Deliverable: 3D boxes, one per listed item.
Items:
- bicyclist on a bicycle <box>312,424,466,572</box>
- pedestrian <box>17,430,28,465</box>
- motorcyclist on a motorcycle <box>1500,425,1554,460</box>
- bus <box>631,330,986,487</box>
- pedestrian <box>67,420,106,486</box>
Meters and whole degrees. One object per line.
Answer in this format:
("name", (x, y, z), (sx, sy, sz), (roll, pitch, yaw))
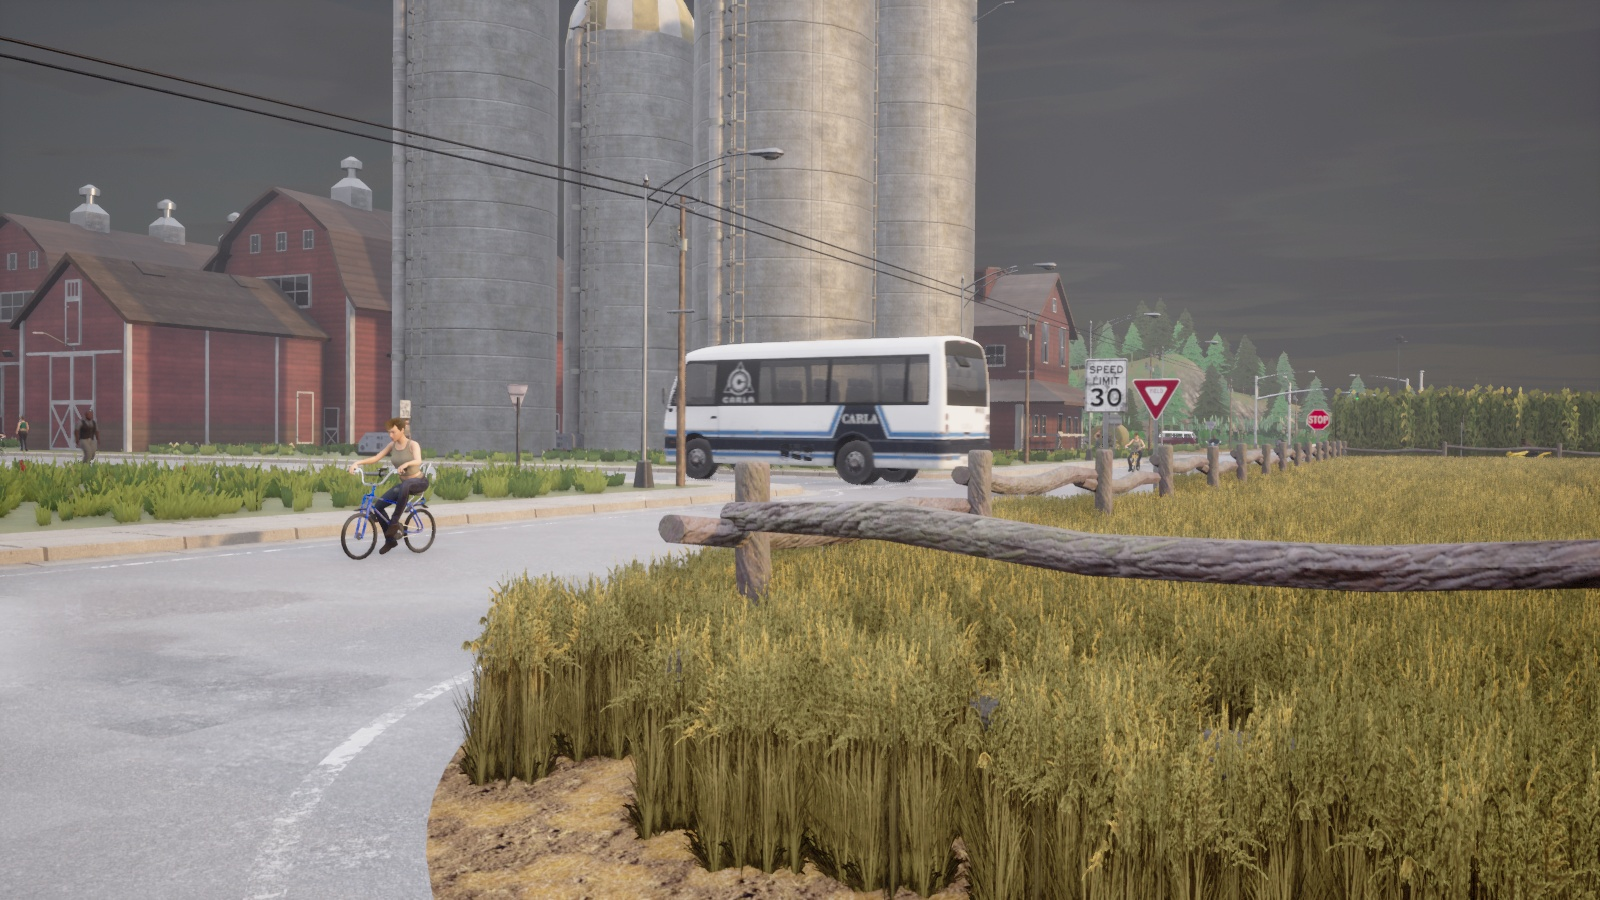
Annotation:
("bicyclist on a bicycle", (-4.720, 0.512, 14.510), (0.866, 1.612, 1.509), (0, 1, 26))
("pedestrian", (-40.412, -0.144, 65.276), (0.594, 1.836, 0.345), (0, 1, 44))
("motorcyclist on a motorcycle", (32.191, -0.338, 55.627), (2.044, 1.523, 0.797), (0, 1, 27))
("bus", (0.102, -1.170, 38.375), (10.273, 4.253, 3.944), (0, 1, 32))
("pedestrian", (-20.710, 0.076, 36.460), (0.849, 1.883, 0.563), (0, 1, 25))
